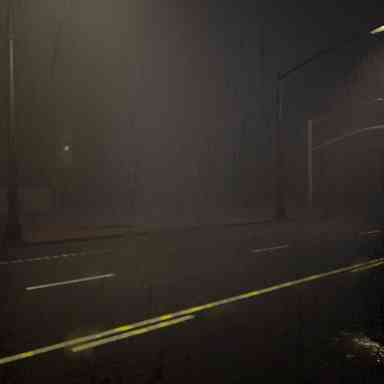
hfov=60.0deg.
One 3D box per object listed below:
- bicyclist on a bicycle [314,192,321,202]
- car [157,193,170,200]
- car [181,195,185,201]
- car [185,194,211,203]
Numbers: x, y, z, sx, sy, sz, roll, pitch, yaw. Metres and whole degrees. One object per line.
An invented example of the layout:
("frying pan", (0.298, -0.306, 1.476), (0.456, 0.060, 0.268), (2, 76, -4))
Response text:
("bicyclist on a bicycle", (19.320, 0.742, 51.207), (1.656, 1.620, 0.582), (-1, 1, -36))
("car", (-6.655, 1.003, 74.721), (1.812, 1.442, 4.674), (-1, 1, -36))
("car", (-0.494, 1.097, 66.220), (1.994, 1.385, 4.181), (-1, 1, -35))
("car", (1.290, 1.102, 57.527), (1.812, 1.442, 4.674), (-1, 0, -35))
